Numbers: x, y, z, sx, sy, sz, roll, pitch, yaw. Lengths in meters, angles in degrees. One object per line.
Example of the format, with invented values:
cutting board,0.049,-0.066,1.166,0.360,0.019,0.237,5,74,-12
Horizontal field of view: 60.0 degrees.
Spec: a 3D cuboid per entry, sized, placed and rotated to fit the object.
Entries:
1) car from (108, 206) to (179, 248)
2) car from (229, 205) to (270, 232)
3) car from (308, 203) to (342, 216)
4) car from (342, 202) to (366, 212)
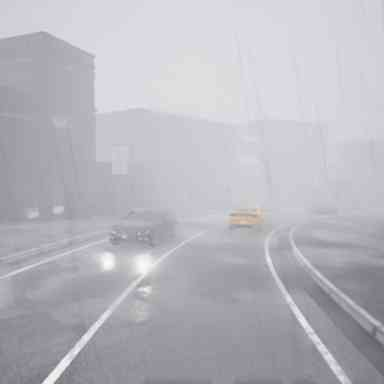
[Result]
car,-1.950,1.441,14.763,1.837,1.490,4.892,1,0,13
car,3.681,1.519,20.741,1.882,1.535,5.008,2,0,20
car,14.978,1.928,37.953,1.994,1.385,4.181,5,2,45
car,23.338,2.133,48.940,4.718,1.301,1.895,2,3,-29
